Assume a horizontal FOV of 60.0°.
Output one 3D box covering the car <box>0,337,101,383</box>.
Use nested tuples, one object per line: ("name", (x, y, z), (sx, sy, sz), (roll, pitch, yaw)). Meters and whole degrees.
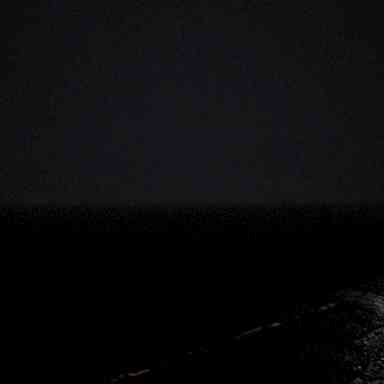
("car", (-2.596, 1.600, 1.202), (4.718, 1.301, 1.895), (0, 0, -35))
